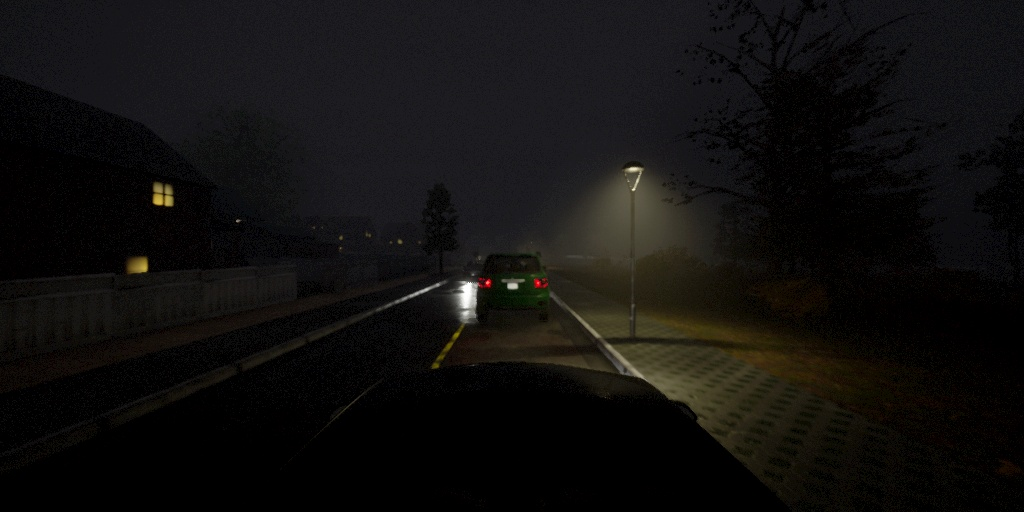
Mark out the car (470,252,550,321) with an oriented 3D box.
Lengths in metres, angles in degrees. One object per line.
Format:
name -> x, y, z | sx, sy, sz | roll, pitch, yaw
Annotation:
car -> 0.063, 0.910, 12.400 | 2.150, 2.045, 5.566 | 0, 0, 1

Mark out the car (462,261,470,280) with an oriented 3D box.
car -> -2.848, 1.093, 28.746 | 2.128, 1.511, 4.902 | 0, 0, 0
